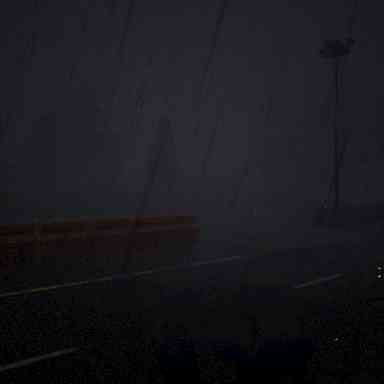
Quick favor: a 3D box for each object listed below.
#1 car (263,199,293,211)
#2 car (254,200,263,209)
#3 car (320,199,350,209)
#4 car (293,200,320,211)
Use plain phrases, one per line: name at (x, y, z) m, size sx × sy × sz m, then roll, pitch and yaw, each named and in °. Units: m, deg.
car at (11.748, 1.706, 43.337) m, size 2.033 × 1.411 × 5.357 m, roll 0°, pitch 0°, yaw 41°
car at (10.528, 1.737, 47.363) m, size 1.994 × 1.385 × 4.181 m, roll 0°, pitch 0°, yaw 40°
car at (17.052, 1.648, 38.827) m, size 1.837 × 1.490 × 4.892 m, roll 0°, pitch 0°, yaw 41°
car at (15.219, 1.703, 42.019) m, size 2.033 × 1.411 × 5.357 m, roll 0°, pitch 0°, yaw 41°
